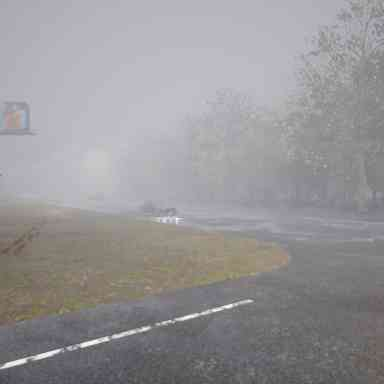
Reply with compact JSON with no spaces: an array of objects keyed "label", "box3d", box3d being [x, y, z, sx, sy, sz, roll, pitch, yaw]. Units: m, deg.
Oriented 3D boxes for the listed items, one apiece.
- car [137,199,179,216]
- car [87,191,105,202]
[{"label":"car","box3d":[-3.271,1.395,30.668,2.033,1.411,5.357,0,0,-34]},{"label":"car","box3d":[-19.083,0.834,66.356,2.150,2.045,5.566,0,0,-34]}]
